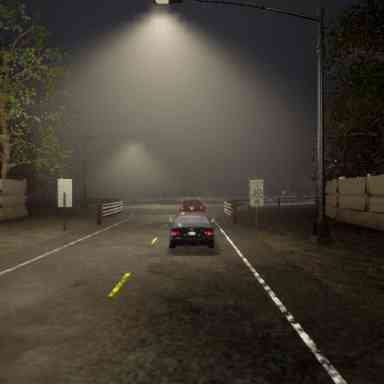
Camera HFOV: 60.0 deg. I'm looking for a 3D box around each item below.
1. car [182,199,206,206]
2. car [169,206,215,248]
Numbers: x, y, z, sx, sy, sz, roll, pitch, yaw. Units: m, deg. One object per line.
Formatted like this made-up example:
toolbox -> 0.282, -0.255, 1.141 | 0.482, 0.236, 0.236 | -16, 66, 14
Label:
car -> 0.141, 1.374, 29.488 | 2.097, 1.767, 4.553 | 0, 0, 4
car -> 0.000, 1.566, 14.659 | 2.033, 1.411, 5.357 | 0, 0, 0
